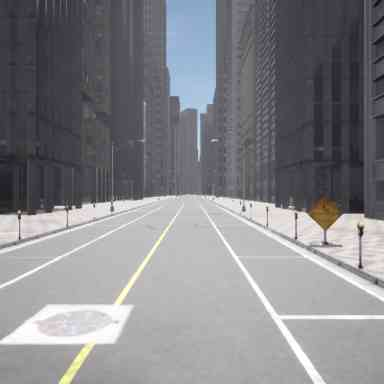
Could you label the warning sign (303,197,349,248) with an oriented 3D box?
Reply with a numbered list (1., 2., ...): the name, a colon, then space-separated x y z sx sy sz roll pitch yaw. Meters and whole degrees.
1. warning sign: 5.066 1.114 12.650 1.300 1.860 1.060 0 0 0
